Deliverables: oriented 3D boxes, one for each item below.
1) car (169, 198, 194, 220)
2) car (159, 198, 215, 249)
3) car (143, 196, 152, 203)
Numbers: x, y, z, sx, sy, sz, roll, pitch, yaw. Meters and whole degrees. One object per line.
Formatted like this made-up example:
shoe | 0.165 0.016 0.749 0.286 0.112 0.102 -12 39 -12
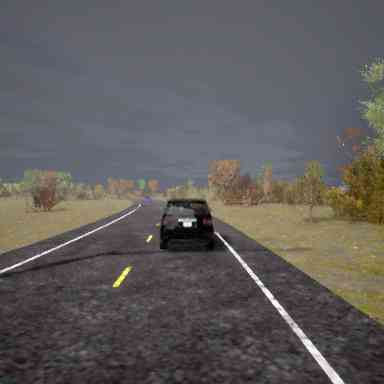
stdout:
car | -1.018 1.413 29.717 2.097 1.767 4.553 0 0 -4
car | -0.256 1.272 14.737 2.150 2.045 5.566 0 0 -2
car | -10.152 1.695 75.924 1.882 1.535 5.008 0 0 -10
